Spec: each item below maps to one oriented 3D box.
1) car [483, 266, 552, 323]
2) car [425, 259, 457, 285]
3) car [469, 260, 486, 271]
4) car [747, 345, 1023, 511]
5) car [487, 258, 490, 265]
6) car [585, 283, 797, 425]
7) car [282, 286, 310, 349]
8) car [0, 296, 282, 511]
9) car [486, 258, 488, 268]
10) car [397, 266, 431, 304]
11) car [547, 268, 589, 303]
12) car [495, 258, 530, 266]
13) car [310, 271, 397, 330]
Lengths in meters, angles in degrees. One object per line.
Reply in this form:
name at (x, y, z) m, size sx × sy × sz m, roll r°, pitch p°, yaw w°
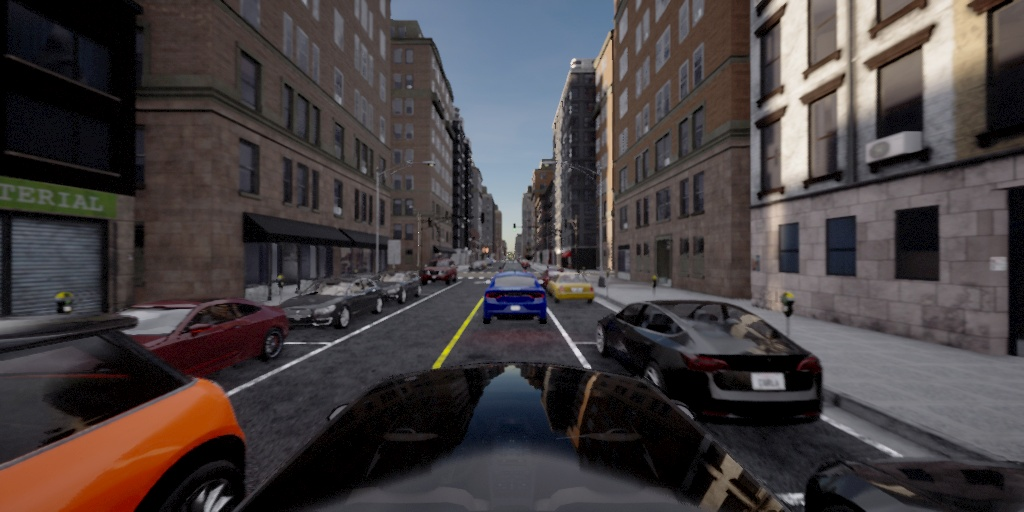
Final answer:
car at (0.088, 1.269, 12.294) m, size 1.882 × 1.535 × 5.008 m, roll 0°, pitch 0°, yaw 0°
car at (-5.414, 1.159, 27.417) m, size 2.192 × 1.841 × 5.009 m, roll 0°, pitch 0°, yaw 0°
car at (-5.440, 1.488, 53.880) m, size 2.007 × 1.370 × 4.403 m, roll 0°, pitch 0°, yaw 0°
car at (2.638, 1.310, 0.351) m, size 1.948 × 1.339 × 4.313 m, roll 0°, pitch 0°, yaw 0°
car at (-5.450, 1.499, 64.618) m, size 1.751 × 1.417 × 4.829 m, roll 0°, pitch 0°, yaw 0°
car at (2.633, 1.332, 5.764) m, size 1.948 × 1.339 × 4.313 m, roll 0°, pitch 0°, yaw 0°
car at (-5.392, 1.348, 5.766) m, size 1.802 × 1.307 × 4.207 m, roll 0°, pitch 0°, yaw 0°
car at (-2.849, 1.097, 0.494) m, size 2.097 × 1.767 × 4.553 m, roll 0°, pitch 0°, yaw 0°
car at (-5.445, 1.501, 59.335) m, size 1.888 × 1.381 × 4.507 m, roll 0°, pitch 0°, yaw 0°
car at (-5.403, 1.357, 16.592) m, size 2.007 × 1.370 × 4.403 m, roll 0°, pitch 0°, yaw 0°
car at (2.622, 1.332, 16.761) m, size 1.751 × 1.417 × 4.829 m, roll 0°, pitch 0°, yaw 0°
car at (0.073, 1.194, 26.565) m, size 2.097 × 1.767 × 4.553 m, roll 0°, pitch 0°, yaw 0°
car at (-5.398, 1.337, 11.179) m, size 2.007 × 1.370 × 4.403 m, roll 0°, pitch 0°, yaw 0°
